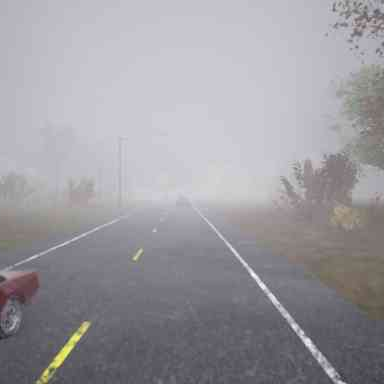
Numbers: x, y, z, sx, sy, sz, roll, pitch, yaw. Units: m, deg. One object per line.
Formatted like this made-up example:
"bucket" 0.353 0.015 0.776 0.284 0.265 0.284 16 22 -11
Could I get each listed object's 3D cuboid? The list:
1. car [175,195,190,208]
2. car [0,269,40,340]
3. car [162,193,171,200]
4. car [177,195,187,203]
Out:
"car" -1.264 1.355 45.991 2.128 1.511 4.902 0 0 -2
"car" -3.639 1.598 3.731 1.895 1.301 4.718 0 0 -1
"car" -6.143 1.068 81.266 2.097 1.767 4.553 0 0 -2
"car" -1.905 1.296 63.524 1.837 1.490 4.892 0 0 -2
